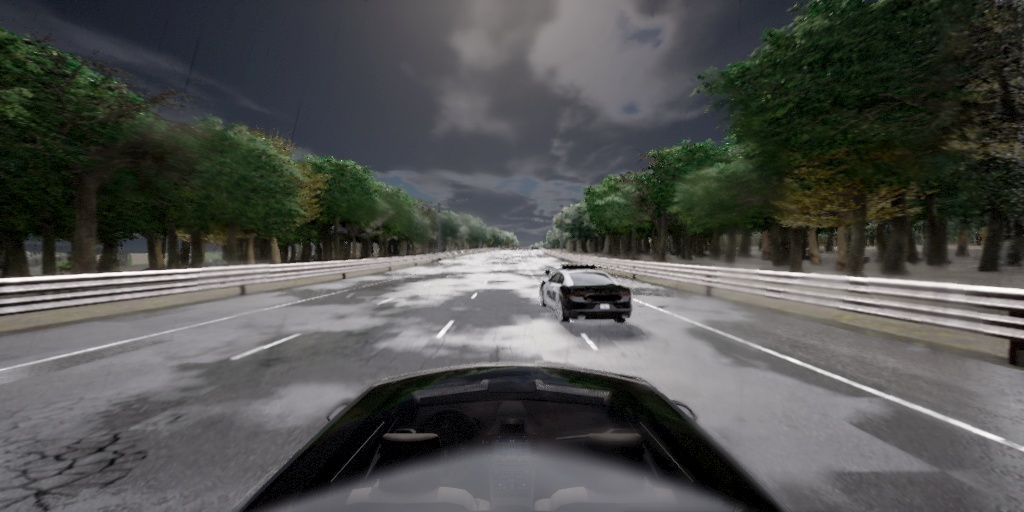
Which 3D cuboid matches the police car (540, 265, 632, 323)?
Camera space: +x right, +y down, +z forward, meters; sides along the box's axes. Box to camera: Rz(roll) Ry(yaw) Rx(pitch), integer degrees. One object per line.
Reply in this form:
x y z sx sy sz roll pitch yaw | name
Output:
2.162 1.102 11.898 1.930 1.638 5.238 0 0 -6 | police car
